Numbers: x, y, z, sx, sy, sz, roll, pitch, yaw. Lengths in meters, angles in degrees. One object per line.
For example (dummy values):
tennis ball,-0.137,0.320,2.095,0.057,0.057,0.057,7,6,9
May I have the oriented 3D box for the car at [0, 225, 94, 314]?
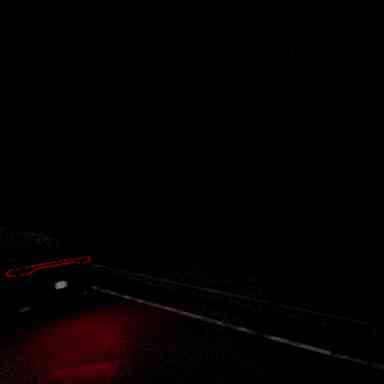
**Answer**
car,-4.251,1.483,7.379,5.008,1.535,1.882,0,0,38
